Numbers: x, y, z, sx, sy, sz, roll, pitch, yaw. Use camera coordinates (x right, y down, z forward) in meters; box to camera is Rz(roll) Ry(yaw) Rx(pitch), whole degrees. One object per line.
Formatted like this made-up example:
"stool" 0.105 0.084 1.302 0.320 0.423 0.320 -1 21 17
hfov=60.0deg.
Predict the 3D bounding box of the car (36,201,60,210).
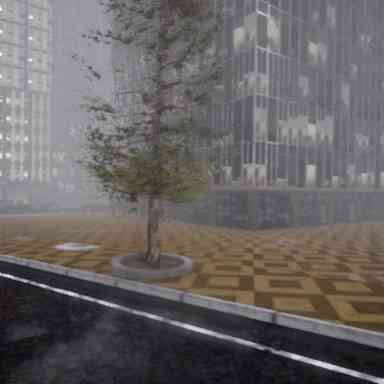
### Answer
"car" -24.264 2.153 55.025 4.403 1.369 2.008 0 1 -34

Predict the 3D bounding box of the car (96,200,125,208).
"car" -15.046 2.184 61.330 4.829 1.417 1.752 0 1 -34

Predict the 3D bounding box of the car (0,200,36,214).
"car" -24.491 2.031 45.318 5.009 1.841 2.192 0 1 -34

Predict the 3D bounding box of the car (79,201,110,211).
"car" -15.137 2.318 51.721 4.507 1.381 1.887 0 1 -34
